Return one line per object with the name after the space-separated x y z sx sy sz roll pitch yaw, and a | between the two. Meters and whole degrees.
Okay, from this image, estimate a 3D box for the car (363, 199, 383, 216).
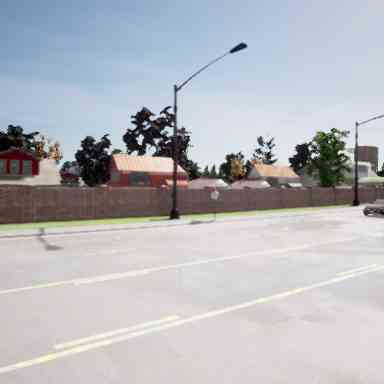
16.710 1.328 28.800 4.674 1.442 1.812 -1 1 -35 | car
